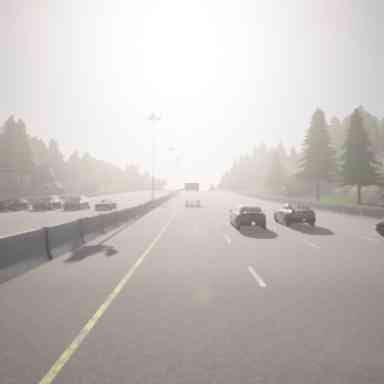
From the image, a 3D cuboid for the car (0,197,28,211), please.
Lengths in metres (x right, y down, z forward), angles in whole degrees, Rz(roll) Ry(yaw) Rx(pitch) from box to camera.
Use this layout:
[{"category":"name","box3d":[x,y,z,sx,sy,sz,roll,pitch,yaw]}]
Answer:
[{"category":"car","box3d":[-21.055,1.431,39.370,1.837,1.490,4.892,0,0,0]}]

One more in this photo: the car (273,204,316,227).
[{"category":"car","box3d":[7.110,1.552,23.447,2.128,1.511,4.902,0,0,0]}]

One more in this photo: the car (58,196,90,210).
[{"category":"car","box3d":[-14.052,1.269,40.553,2.097,1.767,4.553,0,1,0]}]

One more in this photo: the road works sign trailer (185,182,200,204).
[{"category":"road works sign trailer","box3d":[0.000,0.196,54.756,2.380,3.560,2.880,0,1,-2]}]

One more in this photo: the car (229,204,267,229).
[{"category":"car","box3d":[3.609,1.567,21.928,1.837,1.490,4.892,0,1,0]}]

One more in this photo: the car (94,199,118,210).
[{"category":"car","box3d":[-10.558,1.517,41.071,1.895,1.301,4.718,0,1,0]}]

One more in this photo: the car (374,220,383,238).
[{"category":"car","box3d":[10.606,1.620,15.245,2.033,1.411,5.357,0,0,0]}]

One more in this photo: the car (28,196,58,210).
[{"category":"car","box3d":[-17.550,1.266,40.493,2.097,1.767,4.553,0,1,0]}]
